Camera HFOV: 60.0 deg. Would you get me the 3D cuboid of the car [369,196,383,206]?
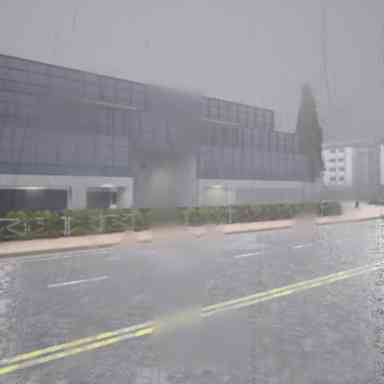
[{"bbox_3d":[29.169,1.377,51.409,1.994,1.385,4.181,0,0,5],"label":"car"}]
